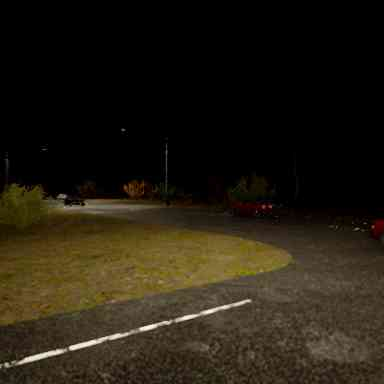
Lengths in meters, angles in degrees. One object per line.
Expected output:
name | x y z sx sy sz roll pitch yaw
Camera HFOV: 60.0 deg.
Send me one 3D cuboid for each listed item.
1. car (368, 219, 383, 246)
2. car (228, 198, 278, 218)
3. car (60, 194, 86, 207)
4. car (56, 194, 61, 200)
car | 9.251 1.534 12.609 1.812 1.442 4.674 0 0 -37
car | 5.282 1.278 29.438 2.097 1.767 4.553 0 0 -37
car | -16.376 1.326 46.371 1.837 1.490 4.892 0 0 -37
car | -29.487 1.141 75.186 1.812 1.442 4.674 0 0 -37
